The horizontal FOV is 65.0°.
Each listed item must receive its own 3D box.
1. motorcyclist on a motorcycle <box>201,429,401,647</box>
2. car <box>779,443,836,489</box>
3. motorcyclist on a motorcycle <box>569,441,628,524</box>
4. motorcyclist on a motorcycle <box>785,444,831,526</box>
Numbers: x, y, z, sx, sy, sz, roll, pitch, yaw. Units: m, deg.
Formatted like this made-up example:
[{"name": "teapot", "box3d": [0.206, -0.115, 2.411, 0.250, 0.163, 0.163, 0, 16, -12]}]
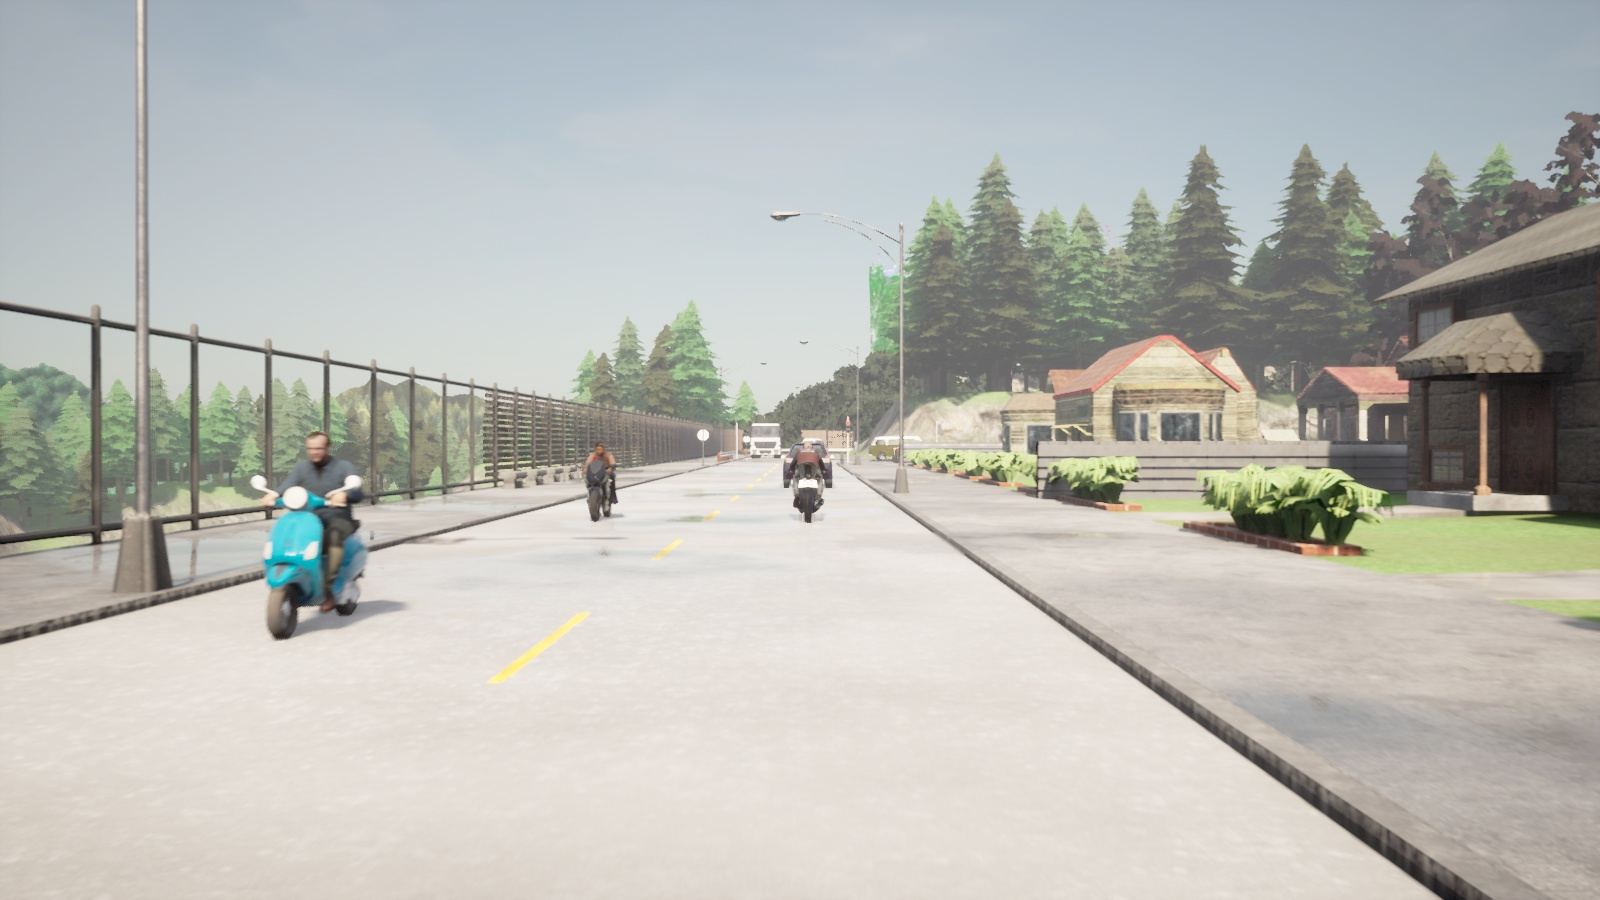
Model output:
[{"name": "motorcyclist on a motorcycle", "box3d": [-3.927, 0.640, 10.067, 0.866, 1.590, 1.817, 0, 0, 0]}, {"name": "car", "box3d": [0.259, 0.519, 42.846, 1.845, 1.501, 3.633, 0, 0, 0]}, {"name": "motorcyclist on a motorcycle", "box3d": [-3.848, 0.590, 24.125, 0.797, 1.523, 2.044, 0, 0, 0]}, {"name": "motorcyclist on a motorcycle", "box3d": [0.154, 0.644, 24.475, 0.866, 1.530, 2.191, 0, 0, 0]}]
